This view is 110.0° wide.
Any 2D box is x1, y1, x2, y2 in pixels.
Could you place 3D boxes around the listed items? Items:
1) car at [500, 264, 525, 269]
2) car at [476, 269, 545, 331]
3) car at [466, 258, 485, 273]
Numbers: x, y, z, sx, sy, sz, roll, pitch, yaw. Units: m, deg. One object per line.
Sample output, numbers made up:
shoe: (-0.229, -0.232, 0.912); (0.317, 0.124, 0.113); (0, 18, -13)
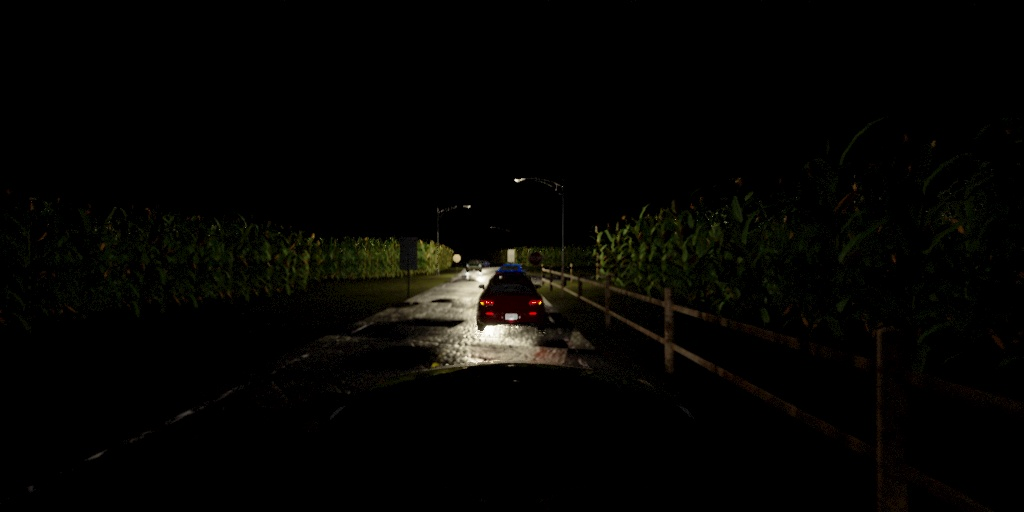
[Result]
car: (0.056, 1.310, 24.969); (1.882, 1.535, 5.008); (0, 0, 7)
car: (-0.056, 1.306, 10.944); (1.812, 1.442, 4.674); (0, 0, -1)
car: (-5.115, 1.285, 48.310); (2.097, 1.767, 4.553); (0, 0, -6)
